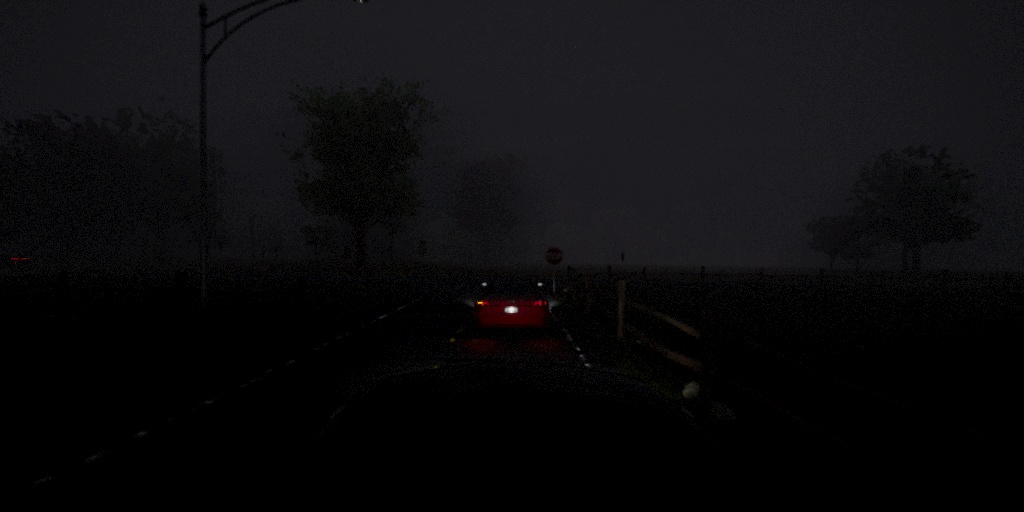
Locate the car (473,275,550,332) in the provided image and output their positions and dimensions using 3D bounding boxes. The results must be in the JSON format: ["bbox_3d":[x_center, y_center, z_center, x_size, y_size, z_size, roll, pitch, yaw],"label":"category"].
[{"bbox_3d":[0.002,1.265,10.705,1.994,1.385,4.181,0,0,0],"label":"car"}]

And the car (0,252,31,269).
[{"bbox_3d":[-44.711,0.407,31.011,4.892,1.490,1.837,0,0,3],"label":"car"}]
